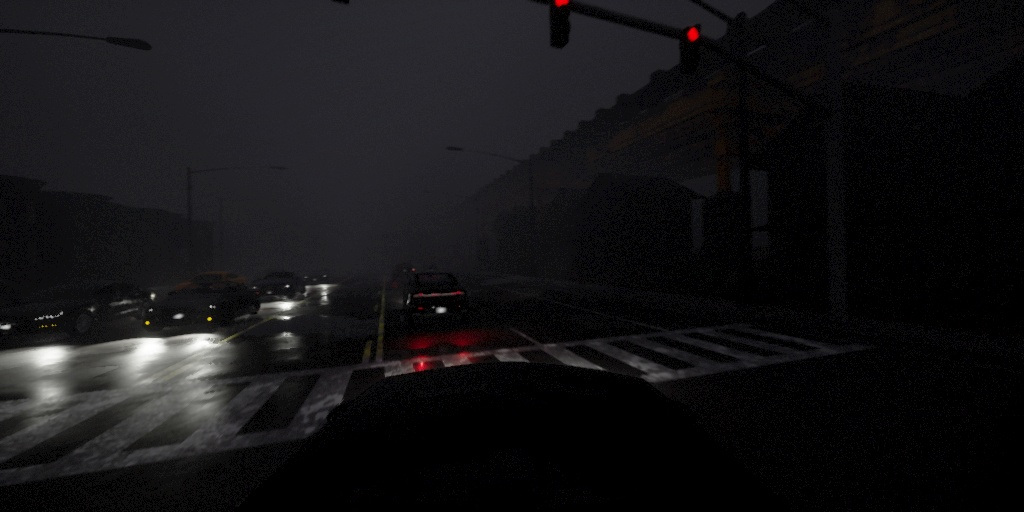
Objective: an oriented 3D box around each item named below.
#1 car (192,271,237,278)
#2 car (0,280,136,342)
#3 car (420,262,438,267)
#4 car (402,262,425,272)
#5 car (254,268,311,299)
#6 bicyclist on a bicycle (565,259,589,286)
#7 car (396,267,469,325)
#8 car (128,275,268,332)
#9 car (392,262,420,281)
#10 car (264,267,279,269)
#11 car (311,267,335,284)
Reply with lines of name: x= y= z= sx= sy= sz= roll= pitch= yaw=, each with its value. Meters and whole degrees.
car: x=-16.678 y=1.626 z=20.055 sx=1.882 sy=1.535 sz=5.008 roll=-1 pitch=0 yaw=-19
car: x=-13.651 y=1.577 z=11.402 sx=1.837 sy=1.490 sz=4.892 roll=-1 pitch=0 yaw=-19
car: x=-10.359 y=1.511 z=44.603 sx=2.128 sy=1.511 sz=4.902 roll=-1 pitch=0 yaw=-22
car: x=-14.817 y=1.693 z=53.872 sx=1.994 sy=1.385 sz=4.181 roll=-1 pitch=0 yaw=-36
car: x=-13.089 y=1.591 z=20.398 sx=1.812 sy=1.442 sz=4.674 roll=-1 pitch=0 yaw=-19
bicyclist on a bicycle: x=3.940 y=0.974 z=21.605 sx=1.656 sy=1.620 sz=0.582 roll=-2 pitch=0 yaw=-19
car: x=-2.729 y=1.312 z=12.289 sx=2.128 sy=1.511 sz=4.902 roll=-1 pitch=0 yaw=-18
car: x=-10.199 y=1.557 z=12.139 sx=1.994 sy=1.385 sz=4.181 roll=-1 pitch=0 yaw=-19
car: x=-10.484 y=1.367 z=34.723 sx=2.097 sy=1.767 sz=4.553 roll=-1 pitch=0 yaw=-19
car: x=-20.273 y=1.742 z=30.372 sx=1.837 sy=1.490 sz=4.892 roll=-1 pitch=0 yaw=-19
car: x=-17.089 y=1.692 z=31.870 sx=1.812 sy=1.442 sz=4.674 roll=-1 pitch=0 yaw=-19
